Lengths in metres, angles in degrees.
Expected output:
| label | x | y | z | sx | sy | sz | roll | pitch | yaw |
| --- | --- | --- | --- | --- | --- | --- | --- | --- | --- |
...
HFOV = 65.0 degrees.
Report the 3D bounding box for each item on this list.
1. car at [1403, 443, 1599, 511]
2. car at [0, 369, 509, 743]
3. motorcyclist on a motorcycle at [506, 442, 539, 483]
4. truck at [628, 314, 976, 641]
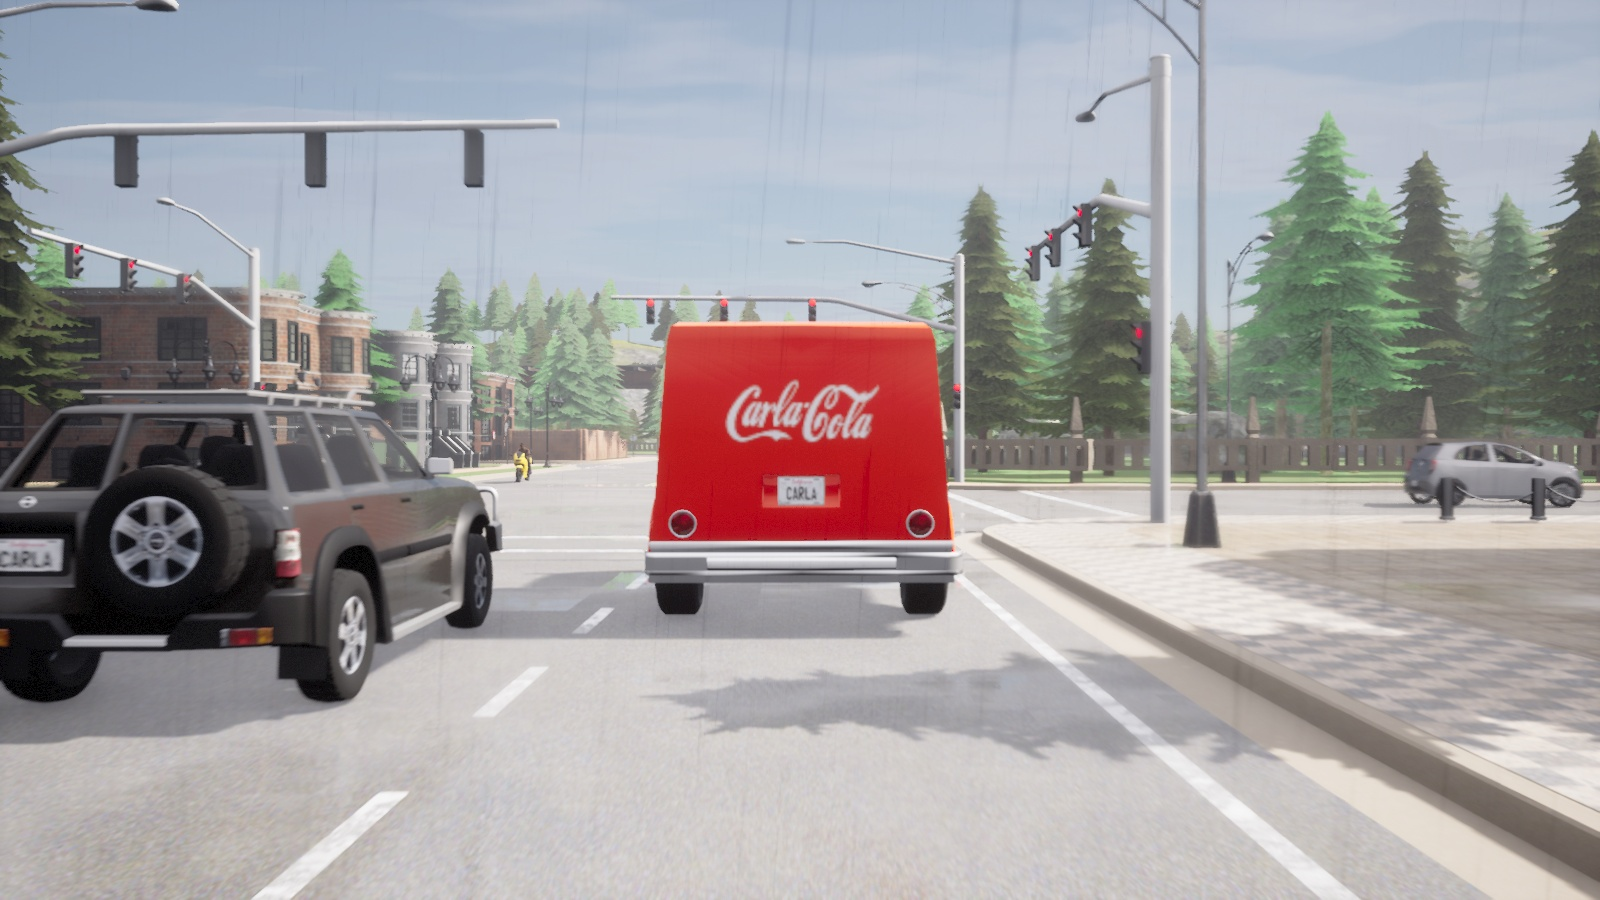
| label | x | y | z | sx | sy | sz | roll | pitch | yaw |
| --- | --- | --- | --- | --- | --- | --- | --- | --- | --- |
| car | 16.214 | 0.608 | 29.084 | 3.633 | 1.501 | 1.845 | 0 | 0 | 4 |
| car | -3.484 | 0.512 | 8.524 | 1.932 | 1.855 | 4.605 | 0 | 0 | 0 |
| motorcyclist on a motorcycle | -10.479 | 0.453 | 47.441 | 0.797 | 1.523 | 2.044 | 0 | 0 | 0 |
| truck | 0.017 | 0.193 | 12.101 | 2.627 | 2.467 | 5.204 | 0 | 0 | 0 |
